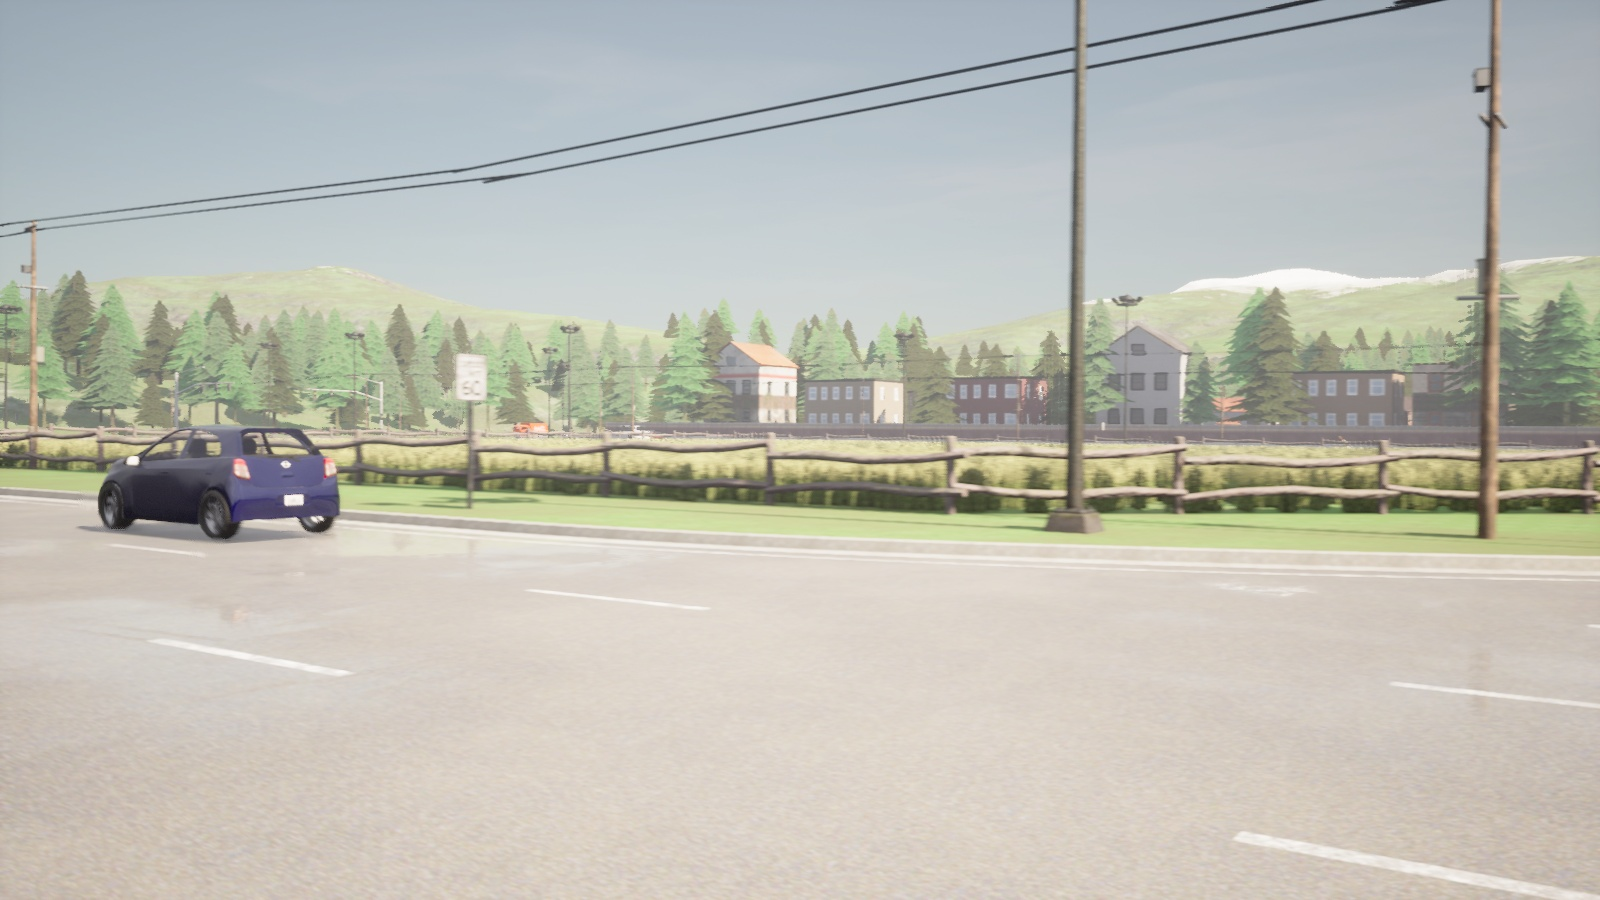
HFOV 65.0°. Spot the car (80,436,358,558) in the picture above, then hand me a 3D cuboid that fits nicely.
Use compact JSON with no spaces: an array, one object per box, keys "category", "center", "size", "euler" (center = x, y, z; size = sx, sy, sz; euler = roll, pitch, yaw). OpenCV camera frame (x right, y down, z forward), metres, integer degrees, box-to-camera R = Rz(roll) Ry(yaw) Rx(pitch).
[{"category":"car","center":[-8.060,0.574,17.381],"size":[3.633,1.501,1.845],"euler":[0,1,34]}]
